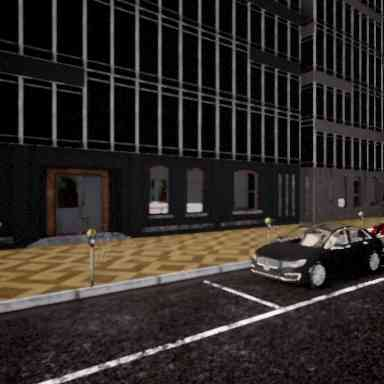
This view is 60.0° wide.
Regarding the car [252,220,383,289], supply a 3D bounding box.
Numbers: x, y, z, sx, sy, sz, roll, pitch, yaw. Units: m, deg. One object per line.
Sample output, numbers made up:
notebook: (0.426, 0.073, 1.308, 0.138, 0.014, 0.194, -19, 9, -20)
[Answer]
car: (3.535, 1.557, 9.081, 4.403, 1.369, 2.008, 0, 0, -35)
